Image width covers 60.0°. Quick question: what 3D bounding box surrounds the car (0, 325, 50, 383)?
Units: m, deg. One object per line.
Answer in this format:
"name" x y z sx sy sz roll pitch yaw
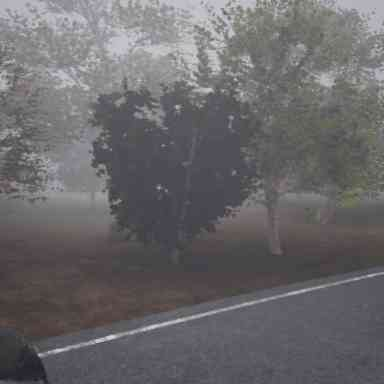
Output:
"car" -2.971 1.546 1.731 4.181 1.385 1.994 0 0 -35
